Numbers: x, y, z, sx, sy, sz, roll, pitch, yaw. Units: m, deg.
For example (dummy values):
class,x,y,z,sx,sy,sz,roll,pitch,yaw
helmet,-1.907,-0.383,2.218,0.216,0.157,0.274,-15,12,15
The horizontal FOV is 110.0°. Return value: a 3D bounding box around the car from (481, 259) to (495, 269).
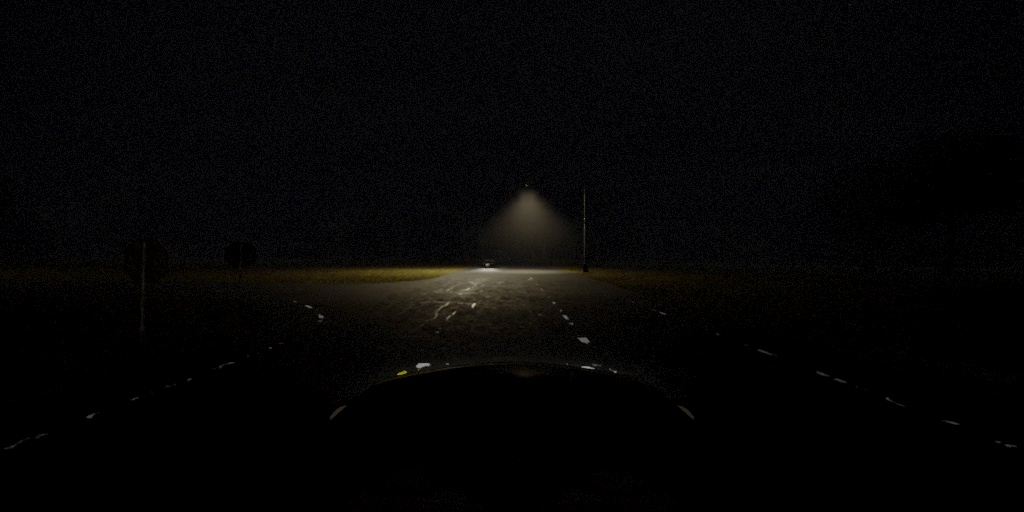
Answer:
class,x,y,z,sx,sy,sz,roll,pitch,yaw
car,-3.602,1.144,55.317,2.128,1.511,4.902,0,0,0
